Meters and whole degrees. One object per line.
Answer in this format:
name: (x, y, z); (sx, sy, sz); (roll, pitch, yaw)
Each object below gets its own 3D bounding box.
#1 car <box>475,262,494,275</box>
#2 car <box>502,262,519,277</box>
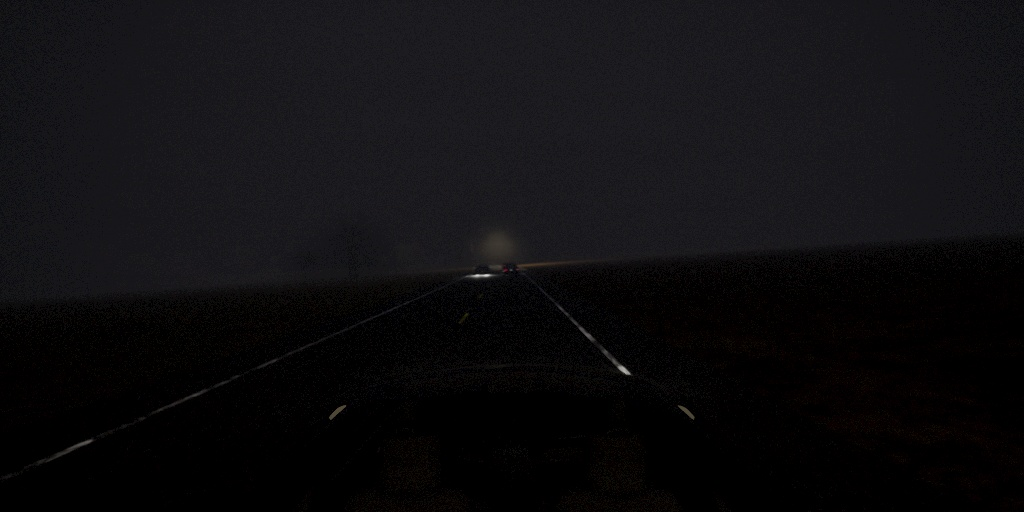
car: (-3.924, 1.787, 48.485); (1.994, 1.385, 4.181); (-2, 0, -1)
car: (-0.127, 1.552, 40.770); (2.033, 1.411, 5.357); (-2, 0, -1)
